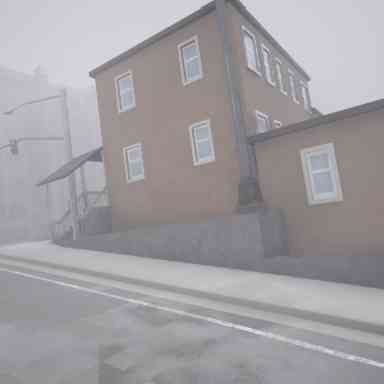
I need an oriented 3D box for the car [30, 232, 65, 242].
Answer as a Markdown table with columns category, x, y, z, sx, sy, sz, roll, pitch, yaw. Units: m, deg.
| category | x | y | z | sx | sy | sz | roll | pitch | yaw |
| --- | --- | --- | --- | --- | --- | --- | --- | --- | --- |
| car | -11.724 | 4.286 | 29.090 | 1.837 | 1.490 | 4.892 | -12 | -11 | 35 |
